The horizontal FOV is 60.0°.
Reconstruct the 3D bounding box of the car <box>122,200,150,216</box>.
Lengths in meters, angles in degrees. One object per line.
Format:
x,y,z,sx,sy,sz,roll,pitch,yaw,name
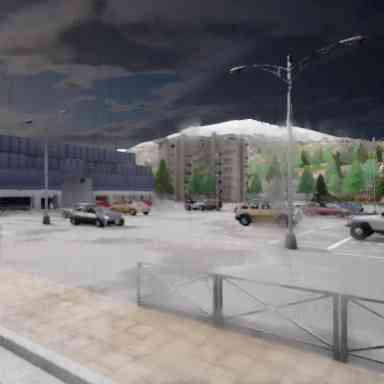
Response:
-6.858,1.731,36.282,5.027,1.636,2.152,-1,-1,36,car

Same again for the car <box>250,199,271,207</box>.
13.221,2.171,64.069,3.633,1.501,1.845,-1,-1,36,car

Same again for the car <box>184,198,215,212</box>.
0.717,1.736,46.593,3.866,1.878,1.905,-1,-1,36,car

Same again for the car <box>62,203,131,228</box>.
-6.886,1.751,23.793,4.514,1.523,2.007,-1,-1,36,car

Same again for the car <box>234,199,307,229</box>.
5.291,1.511,23.461,4.605,1.855,1.932,-1,-1,36,car

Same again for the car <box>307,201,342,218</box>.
13.241,1.784,33.075,4.514,1.523,2.007,-1,-1,36,car

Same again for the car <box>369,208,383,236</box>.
12.147,1.704,18.468,3.806,1.475,1.970,-1,-1,36,car

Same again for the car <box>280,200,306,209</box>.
17.436,2.101,57.274,3.806,1.475,1.970,-1,-1,36,car

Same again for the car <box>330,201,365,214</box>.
19.192,1.869,41.102,3.633,1.501,1.845,-1,-1,36,car

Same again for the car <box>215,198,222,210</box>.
2.106,1.778,49.178,4.605,1.855,1.932,-1,-1,36,car

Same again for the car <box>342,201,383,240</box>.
9.685,1.404,16.154,3.866,1.878,1.905,-1,-1,36,car
